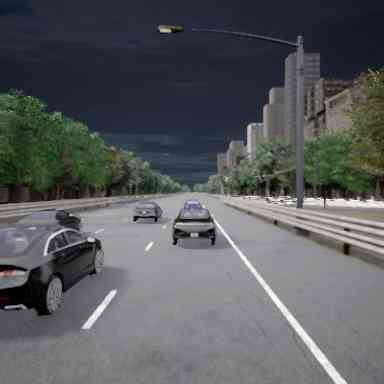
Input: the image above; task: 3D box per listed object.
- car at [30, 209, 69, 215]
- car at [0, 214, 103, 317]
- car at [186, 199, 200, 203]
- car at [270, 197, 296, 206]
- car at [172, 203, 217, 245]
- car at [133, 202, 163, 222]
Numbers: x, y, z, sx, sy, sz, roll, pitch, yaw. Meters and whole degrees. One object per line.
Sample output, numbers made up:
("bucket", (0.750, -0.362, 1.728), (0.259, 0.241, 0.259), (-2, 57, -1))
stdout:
("car", (-6.902, 1.543, 16.314), (1.994, 1.385, 4.181), (0, 0, 0))
("car", (-3.399, 1.485, 7.445), (2.128, 1.511, 4.902), (0, 0, 0))
("car", (0.096, 1.473, 33.372), (1.812, 1.442, 4.674), (0, 0, 0))
("car", (15.625, 1.546, 57.356), (2.163, 1.488, 4.792), (0, 1, -32))
("car", (0.098, 1.472, 15.508), (2.128, 1.511, 4.902), (0, 0, 0))
("car", (-3.404, 1.508, 26.217), (2.033, 1.411, 5.357), (0, 0, 0))
